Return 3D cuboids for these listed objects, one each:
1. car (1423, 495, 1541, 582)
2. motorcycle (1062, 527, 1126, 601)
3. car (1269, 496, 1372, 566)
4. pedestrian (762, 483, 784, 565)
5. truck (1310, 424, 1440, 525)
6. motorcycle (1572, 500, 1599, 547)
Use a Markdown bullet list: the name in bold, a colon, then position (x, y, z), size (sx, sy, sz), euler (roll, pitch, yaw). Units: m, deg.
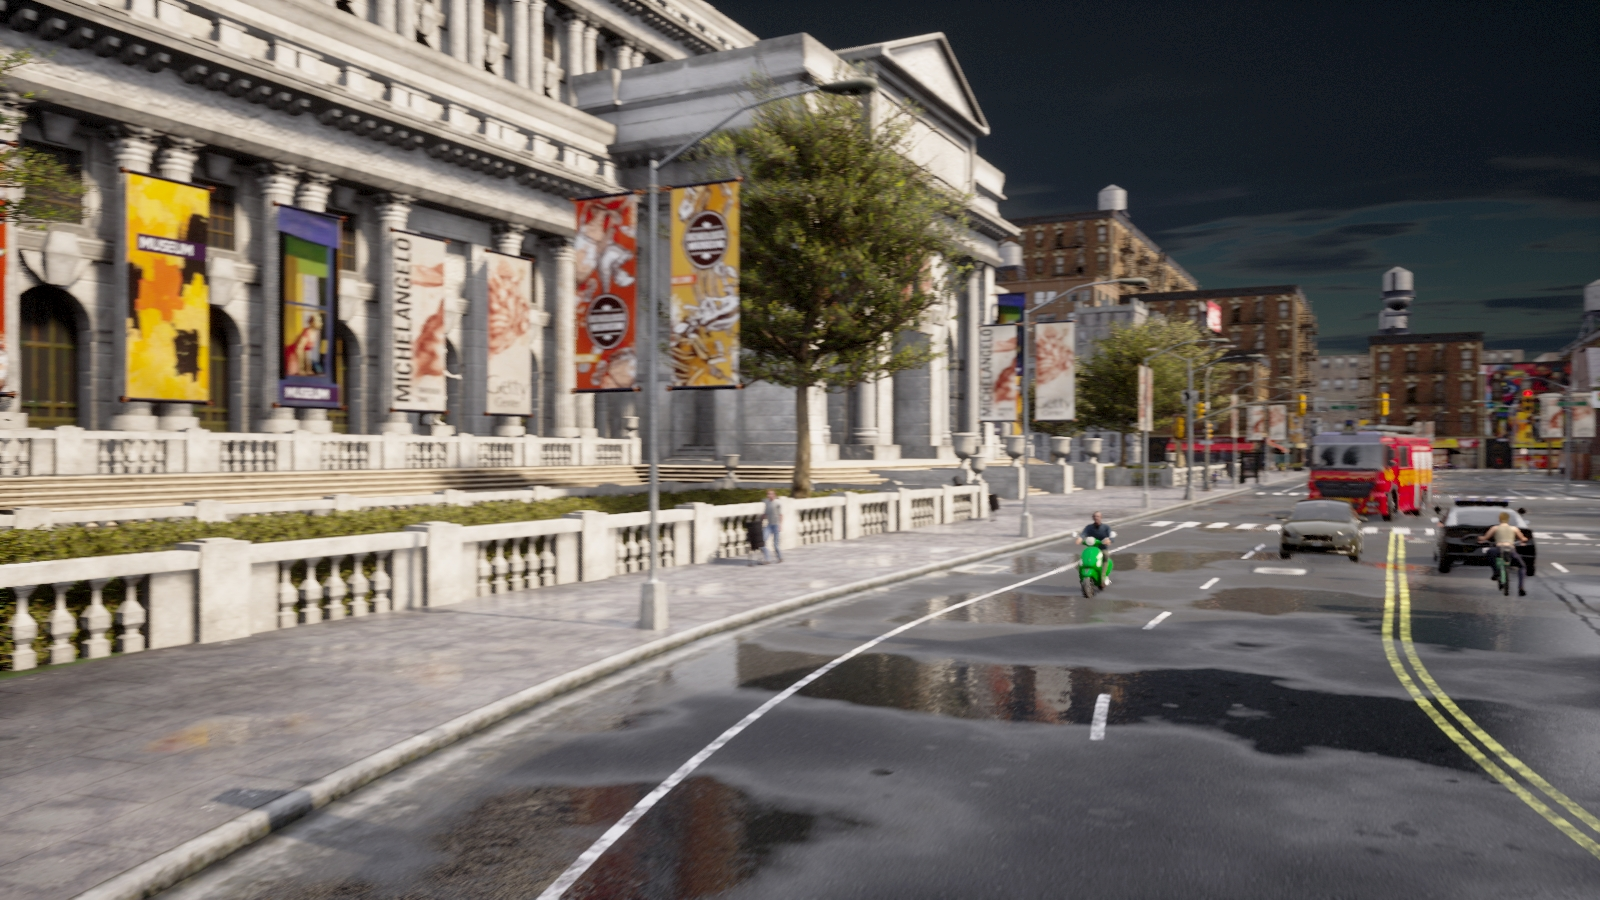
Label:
- **car**: position (16.146, 2.005, 27.285), size (2.097, 1.638, 5.238), euler (0, 0, 27)
- **motorcycle**: position (5.746, 2.190, 22.226), size (0.856, 1.236, 1.805), euler (0, 0, 26)
- **car**: position (13.904, 2.080, 30.356), size (2.231, 1.480, 4.892), euler (0, 0, 28)
- **pedestrian**: position (-0.620, 1.696, 26.319), size (0.375, 1.860, 0.375), euler (0, 0, 32)
- **truck**: position (24.026, 0.924, 47.467), size (2.891, 3.827, 8.468), euler (0, 0, 40)
- **motorcycle**: position (23.908, 2.203, 34.446), size (0.764, 1.277, 2.356), euler (0, 0, 26)
